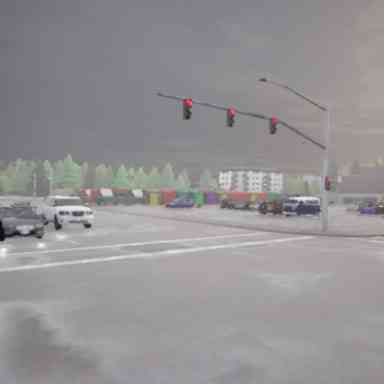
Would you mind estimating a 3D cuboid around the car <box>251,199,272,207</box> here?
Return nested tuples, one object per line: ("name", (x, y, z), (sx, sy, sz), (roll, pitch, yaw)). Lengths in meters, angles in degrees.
("car", (13.921, 2.208, 66.640), (3.905, 1.438, 1.784), (1, -1, -35))

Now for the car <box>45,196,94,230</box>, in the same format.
("car", (-8.409, 1.286, 22.223), (2.150, 2.045, 5.566), (1, -1, -36))

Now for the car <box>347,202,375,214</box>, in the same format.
("car", (25.384, 2.236, 50.503), (3.806, 1.475, 1.970), (1, -1, -35))

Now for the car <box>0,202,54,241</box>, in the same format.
("car", (-8.794, 1.496, 16.737), (2.128, 1.511, 4.902), (1, 0, -35))

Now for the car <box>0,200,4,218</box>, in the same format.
("car", (-18.503, 1.485, 30.269), (1.882, 1.535, 5.008), (1, -1, -36))

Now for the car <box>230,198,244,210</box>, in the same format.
("car", (8.056, 1.959, 48.844), (3.905, 1.438, 1.784), (1, -1, -35))

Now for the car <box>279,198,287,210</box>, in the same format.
("car", (15.546, 1.996, 64.241), (4.605, 1.855, 1.932), (1, -1, -35))

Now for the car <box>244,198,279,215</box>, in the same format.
("car", (9.728, 1.990, 46.481), (3.806, 1.475, 1.970), (1, -1, -35))

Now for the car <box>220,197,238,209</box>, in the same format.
("car", (6.466, 1.748, 51.007), (4.605, 1.855, 1.932), (1, -1, -35))

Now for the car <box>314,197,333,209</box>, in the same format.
("car", (29.829, 2.286, 74.384), (3.866, 1.878, 1.905), (1, -1, -35))
